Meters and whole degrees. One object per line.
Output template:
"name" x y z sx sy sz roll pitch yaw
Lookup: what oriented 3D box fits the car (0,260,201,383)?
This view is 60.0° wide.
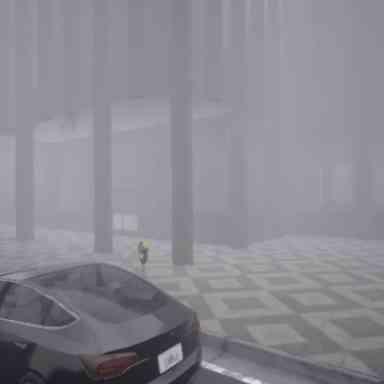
"car" -1.891 1.594 4.310 4.313 1.339 1.947 -1 0 35
